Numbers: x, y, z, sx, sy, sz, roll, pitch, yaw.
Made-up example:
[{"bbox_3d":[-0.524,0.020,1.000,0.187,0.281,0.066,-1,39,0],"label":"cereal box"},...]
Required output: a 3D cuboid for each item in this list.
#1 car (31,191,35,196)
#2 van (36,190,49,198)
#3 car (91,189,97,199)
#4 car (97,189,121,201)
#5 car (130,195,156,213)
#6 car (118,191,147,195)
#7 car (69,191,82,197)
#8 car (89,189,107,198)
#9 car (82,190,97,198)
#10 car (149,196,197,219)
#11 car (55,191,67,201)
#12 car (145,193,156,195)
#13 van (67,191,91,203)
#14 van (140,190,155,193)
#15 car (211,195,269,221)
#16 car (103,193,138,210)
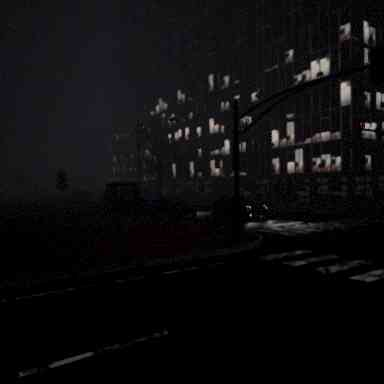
[{"bbox_3d":[-36.032,0.473,78.395,1.967,1.590,4.097,-1,1,-34],"label":"car"},{"bbox_3d":[-32.869,0.436,73.672,1.690,1.788,3.998,-1,1,-34],"label":"van"},{"bbox_3d":[-19.087,0.652,63.499,1.812,1.442,4.674,-2,2,-34],"label":"car"},{"bbox_3d":[-13.194,0.463,54.689,2.150,2.045,5.566,-2,2,-34],"label":"car"},{"bbox_3d":[-4.486,1.232,31.124,1.802,1.307,4.206,-1,1,-34],"label":"car"},{"bbox_3d":[-8.067,1.019,41.319,2.033,1.411,5.357,-2,2,-34],"label":"car"},{"bbox_3d":[-29.071,0.373,83.058,2.008,1.369,4.403,-1,1,-34],"label":"car"},{"bbox_3d":[-19.581,0.324,68.891,2.192,1.841,5.009,-1,1,-34],"label":"car"},{"bbox_3d":[-22.744,0.387,73.614,1.967,1.590,4.097,-1,1,-34],"label":"car"},{"bbox_3d":[-1.336,1.276,26.390,1.947,1.339,4.313,-1,1,-34],"label":"car"},{"bbox_3d":[-23.376,0.833,59.512,2.008,1.369,4.403,-1,1,-34],"label":"car"},{"bbox_3d":[-2.330,1.128,32.750,2.033,1.411,5.357,-2,2,-34],"label":"car"},{"bbox_3d":[-17.049,0.747,50.065,1.690,1.788,3.998,-1,1,-34],"label":"van"},{"bbox_3d":[-6.925,0.597,50.005,1.690,1.788,3.998,-1,1,-34],"label":"van"},{"bbox_3d":[3.398,1.040,24.225,2.097,1.767,4.553,-2,2,-34],"label":"car"},{"bbox_3d":[-7.601,1.154,35.877,1.947,1.339,4.313,-1,1,-34],"label":"car"}]
